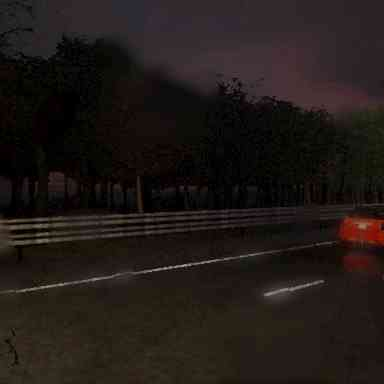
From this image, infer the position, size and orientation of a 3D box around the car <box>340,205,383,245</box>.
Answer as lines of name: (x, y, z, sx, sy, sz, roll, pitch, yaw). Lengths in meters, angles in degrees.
car: (8.354, 1.368, 14.191, 4.553, 1.767, 2.097, 0, 0, -36)
